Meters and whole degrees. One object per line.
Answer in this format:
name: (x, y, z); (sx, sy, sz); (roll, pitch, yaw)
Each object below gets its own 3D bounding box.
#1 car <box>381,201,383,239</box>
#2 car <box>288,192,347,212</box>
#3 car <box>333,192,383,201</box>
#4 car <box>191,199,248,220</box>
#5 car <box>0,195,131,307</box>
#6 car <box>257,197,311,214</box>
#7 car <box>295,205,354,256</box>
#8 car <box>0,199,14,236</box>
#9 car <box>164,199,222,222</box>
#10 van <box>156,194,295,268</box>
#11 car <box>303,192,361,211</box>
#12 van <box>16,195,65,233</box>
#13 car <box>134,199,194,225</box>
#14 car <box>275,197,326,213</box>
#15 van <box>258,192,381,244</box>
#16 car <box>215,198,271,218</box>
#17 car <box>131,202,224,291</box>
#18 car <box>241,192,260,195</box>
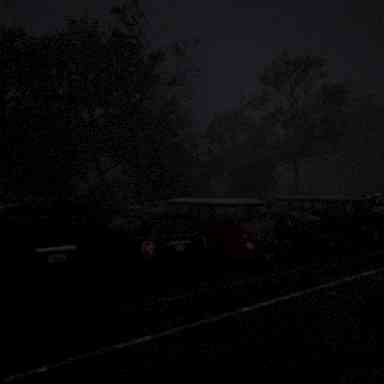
car: (7.623, 1.346, 15.867); (2.097, 1.535, 5.008); (-1, 0, -36)
car: (13.534, 0.986, 36.135); (2.435, 2.045, 5.566); (0, 0, -36)
car: (9.883, 1.073, 17.523); (2.435, 2.045, 5.566); (-1, 0, -36)
car: (2.206, 1.356, 28.042); (2.163, 1.488, 4.792); (-1, 0, -36)
car: (-3.806, 1.207, 7.753); (2.435, 2.045, 5.566); (-1, 0, -35)
car: (8.990, 1.269, 32.918); (2.097, 1.535, 5.008); (0, 0, -36)
car: (3.061, 1.391, 12.609); (2.231, 1.521, 4.892); (-1, 0, -36)
car: (-11.394, 1.333, 18.333); (2.185, 1.767, 4.553); (-1, 0, -35)
car: (-0.074, 1.348, 26.442); (2.097, 1.535, 5.008); (-1, 0, -36)
van: (0.841, 1.185, 10.889); (1.878, 1.987, 4.442); (-1, 0, -36)
car: (15.699, 0.974, 37.683); (2.435, 2.045, 5.566); (0, 0, -36)
van: (-9.216, 1.208, 20.067); (1.878, 1.987, 4.442); (-1, 0, -35)
car: (-2.237, 1.367, 24.677); (1.946, 1.575, 5.366); (-1, 0, -36)
car: (11.154, 1.293, 34.467); (2.002, 1.452, 4.674); (0, 0, -36)
van: (5.270, 1.142, 14.336); (1.878, 1.987, 4.442); (-1, 0, -36)
car: (4.438, 1.335, 29.708); (2.163, 1.488, 4.792); (-1, 0, -36)
car: (-1.490, 1.307, 9.330); (2.185, 1.767, 4.553); (-1, 0, -36)
car: (6.734, 1.034, 31.279); (2.435, 2.045, 5.566); (-1, 0, -36)
